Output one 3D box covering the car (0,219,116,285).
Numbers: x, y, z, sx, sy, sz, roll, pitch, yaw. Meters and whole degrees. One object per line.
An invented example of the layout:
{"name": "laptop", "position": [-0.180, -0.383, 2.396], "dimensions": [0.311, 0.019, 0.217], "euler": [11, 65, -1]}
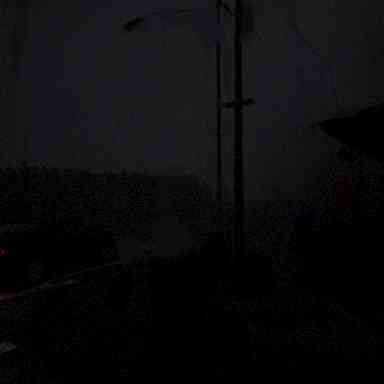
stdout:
{"name": "car", "position": [-4.207, 1.530, 9.866], "dimensions": [1.882, 1.535, 5.008], "euler": [-1, -1, 21]}
